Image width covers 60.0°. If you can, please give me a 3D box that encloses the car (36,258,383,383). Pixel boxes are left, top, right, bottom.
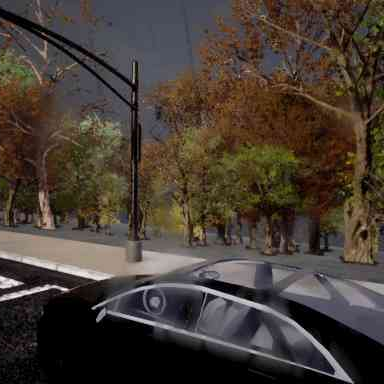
[{"bbox_3d":[0.246,1.491,3.497,4.902,1.511,2.128,0,0,37],"label":"car"}]
